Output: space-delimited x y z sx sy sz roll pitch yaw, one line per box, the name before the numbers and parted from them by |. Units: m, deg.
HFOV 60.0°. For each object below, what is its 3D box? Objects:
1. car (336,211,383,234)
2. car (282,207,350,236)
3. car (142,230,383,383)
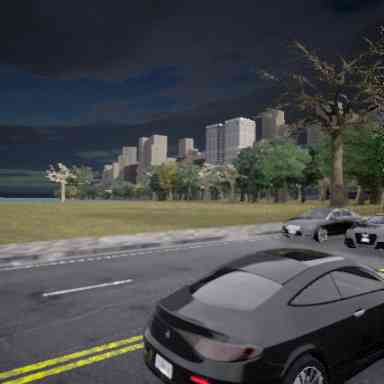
car | 7.991 1.587 13.383 4.181 1.385 1.994 0 0 -36
car | 6.472 1.516 16.292 4.902 1.511 2.128 0 0 -36
car | 1.594 1.529 4.594 4.674 1.442 1.812 0 0 -36
